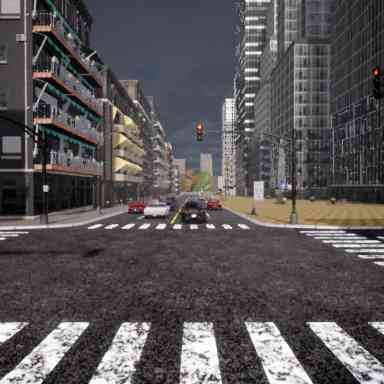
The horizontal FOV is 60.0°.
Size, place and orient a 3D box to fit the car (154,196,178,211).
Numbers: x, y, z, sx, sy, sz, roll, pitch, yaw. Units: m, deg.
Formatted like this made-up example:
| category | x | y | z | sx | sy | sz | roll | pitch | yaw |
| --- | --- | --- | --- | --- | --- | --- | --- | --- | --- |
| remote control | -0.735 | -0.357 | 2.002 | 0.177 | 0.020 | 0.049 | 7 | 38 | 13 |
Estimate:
| category | x | y | z | sx | sy | sz | roll | pitch | yaw |
| --- | --- | --- | --- | --- | --- | --- | --- | --- | --- |
| car | -3.040 | 1.560 | 39.528 | 1.994 | 1.385 | 4.181 | 0 | 0 | 1 |

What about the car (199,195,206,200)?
| category | x | y | z | sx | sy | sz | roll | pitch | yaw |
| --- | --- | --- | --- | --- | --- | --- | --- | --- | --- |
| car | 2.758 | 1.535 | 92.125 | 1.752 | 1.417 | 4.829 | -1 | 0 | 0 |

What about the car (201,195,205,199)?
| category | x | y | z | sx | sy | sz | roll | pitch | yaw |
| --- | --- | --- | --- | --- | --- | --- | --- | --- | --- |
| car | 2.724 | 1.551 | 63.709 | 2.008 | 1.369 | 4.403 | -1 | 0 | 0 |

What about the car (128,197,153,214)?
| category | x | y | z | sx | sy | sz | roll | pitch | yaw |
| --- | --- | --- | --- | --- | --- | --- | --- | --- | --- |
| car | -5.658 | 1.540 | 35.417 | 1.887 | 1.381 | 4.507 | -1 | 0 | 0 |

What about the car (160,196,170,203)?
| category | x | y | z | sx | sy | sz | roll | pitch | yaw |
| --- | --- | --- | --- | --- | --- | --- | --- | --- | --- |
| car | -5.616 | 1.584 | 69.311 | 1.802 | 1.307 | 4.206 | -1 | 0 | 0 |

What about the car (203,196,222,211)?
| category | x | y | z | sx | sy | sz | roll | pitch | yaw |
| --- | --- | --- | --- | --- | --- | --- | --- | --- | --- |
| car | 2.696 | 1.541 | 41.113 | 1.887 | 1.381 | 4.507 | -1 | 0 | 0 |

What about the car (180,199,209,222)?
| category | x | y | z | sx | sy | sz | roll | pitch | yaw |
| --- | --- | --- | --- | --- | --- | --- | --- | --- | --- |
| car | 0.090 | 1.522 | 25.880 | 1.812 | 1.442 | 4.674 | 0 | 0 | -2 |

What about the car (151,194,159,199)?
| category | x | y | z | sx | sy | sz | roll | pitch | yaw |
| --- | --- | --- | --- | --- | --- | --- | --- | --- | --- |
| car | -5.652 | 1.436 | 41.066 | 1.967 | 1.590 | 4.097 | -1 | 0 | 0 |

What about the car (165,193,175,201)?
| category | x | y | z | sx | sy | sz | roll | pitch | yaw |
| --- | --- | --- | --- | --- | --- | --- | --- | --- | --- |
| car | -5.599 | 1.322 | 86.258 | 2.192 | 1.841 | 5.009 | -1 | 0 | 0 |

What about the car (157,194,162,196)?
| category | x | y | z | sx | sy | sz | roll | pitch | yaw |
| --- | --- | --- | --- | --- | --- | --- | --- | --- | --- |
| car | -5.640 | 1.312 | 52.365 | 2.192 | 1.841 | 5.009 | -1 | 0 | 0 |

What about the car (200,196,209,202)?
| category | x | y | z | sx | sy | sz | roll | pitch | yaw |
| --- | --- | --- | --- | --- | --- | --- | --- | --- | --- |
| car | 2.738 | 1.548 | 75.007 | 1.887 | 1.381 | 4.507 | -1 | 0 | 0 |

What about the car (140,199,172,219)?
| category | x | y | z | sx | sy | sz | roll | pitch | yaw |
| --- | --- | --- | --- | --- | --- | --- | --- | --- | --- |
| car | -3.064 | 1.597 | 29.467 | 1.895 | 1.301 | 4.718 | 0 | 0 | 0 |

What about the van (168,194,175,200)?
| category | x | y | z | sx | sy | sz | roll | pitch | yaw |
| --- | --- | --- | --- | --- | --- | --- | --- | --- | --- |
| van | -5.592 | 1.351 | 91.906 | 1.690 | 1.788 | 3.998 | -1 | 0 | 0 |

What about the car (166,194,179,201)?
| category | x | y | z | sx | sy | sz | roll | pitch | yaw |
| --- | --- | --- | --- | --- | --- | --- | --- | --- | --- |
| car | -3.028 | 1.502 | 49.709 | 1.837 | 1.490 | 4.892 | 0 | 0 | 0 |

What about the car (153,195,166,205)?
| category | x | y | z | sx | sy | sz | roll | pitch | yaw |
| --- | --- | --- | --- | --- | --- | --- | --- | --- | --- |
| car | -5.632 | 1.439 | 58.013 | 1.967 | 1.590 | 4.097 | -1 | 0 | 0 |

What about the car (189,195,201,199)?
| category | x | y | z | sx | sy | sz | roll | pitch | yaw |
| --- | --- | --- | --- | --- | --- | --- | --- | --- | --- |
| car | 0.181 | 1.600 | 60.030 | 1.895 | 1.301 | 4.718 | 0 | 0 | 0 |
